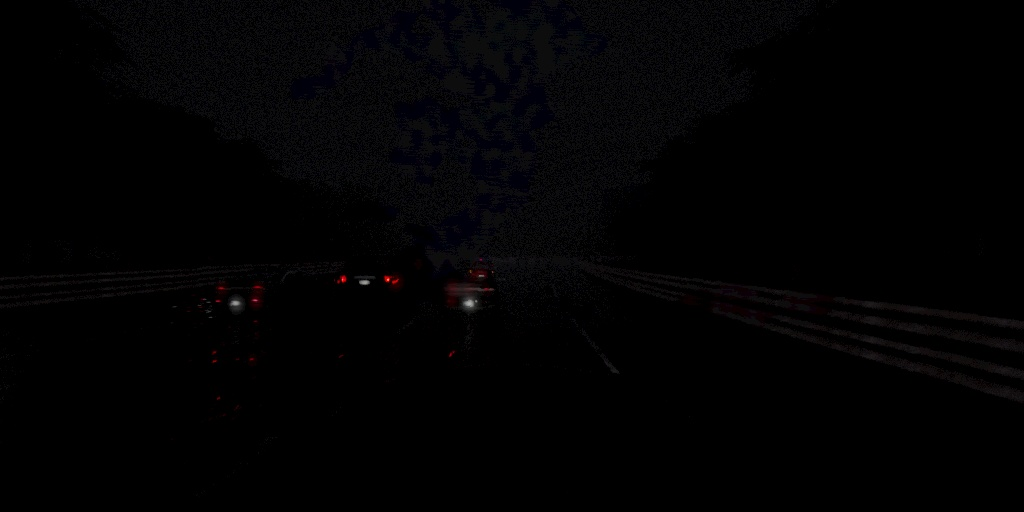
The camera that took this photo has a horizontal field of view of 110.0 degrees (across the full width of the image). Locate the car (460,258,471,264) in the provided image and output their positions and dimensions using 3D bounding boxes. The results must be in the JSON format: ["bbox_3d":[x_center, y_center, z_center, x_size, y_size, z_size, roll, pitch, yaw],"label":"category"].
[{"bbox_3d":[-7.879,1.205,61.464,1.812,1.442,4.674,0,0,-5],"label":"car"}]

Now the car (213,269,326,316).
[{"bbox_3d":[-8.304,1.195,13.031,2.128,1.511,4.902,0,0,-3],"label":"car"}]

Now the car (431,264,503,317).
[{"bbox_3d":[-1.372,1.216,12.993,2.128,1.511,4.902,0,0,-3],"label":"car"}]

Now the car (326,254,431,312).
[{"bbox_3d":[-4.880,0.933,14.172,2.150,2.045,5.566,0,0,-3],"label":"car"}]

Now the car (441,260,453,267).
[{"bbox_3d":[-11.514,1.277,63.803,1.895,1.301,4.718,0,0,-5],"label":"car"}]

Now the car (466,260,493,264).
[{"bbox_3d":[-2.163,1.220,26.710,1.812,1.442,4.674,0,0,-3],"label":"car"}]

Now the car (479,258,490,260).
[{"bbox_3d":[-3.233,1.237,44.662,1.994,1.385,4.181,0,0,-4],"label":"car"}]
